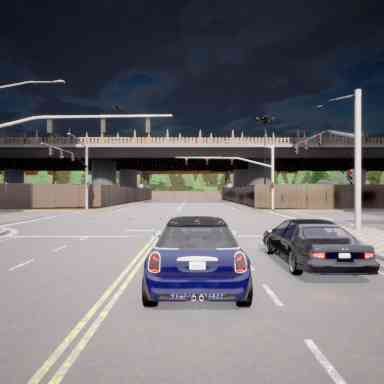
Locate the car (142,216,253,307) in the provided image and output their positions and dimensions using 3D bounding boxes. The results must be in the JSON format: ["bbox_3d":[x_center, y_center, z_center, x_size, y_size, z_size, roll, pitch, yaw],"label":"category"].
[{"bbox_3d":[0.100,1.352,8.135,2.097,1.767,4.553,0,0,0],"label":"car"}]

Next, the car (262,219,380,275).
[{"bbox_3d":[3.600,1.547,10.356,2.033,1.411,5.357,0,0,0],"label":"car"}]
